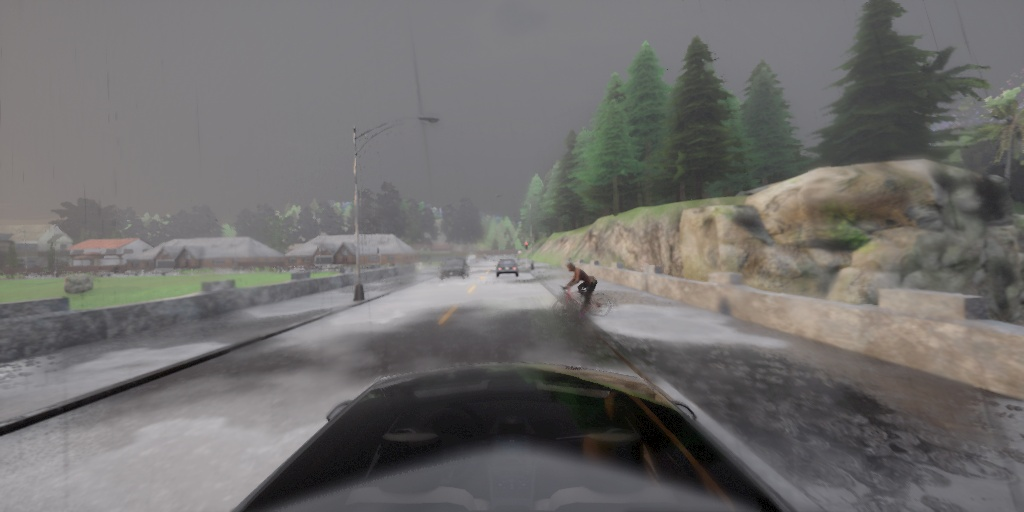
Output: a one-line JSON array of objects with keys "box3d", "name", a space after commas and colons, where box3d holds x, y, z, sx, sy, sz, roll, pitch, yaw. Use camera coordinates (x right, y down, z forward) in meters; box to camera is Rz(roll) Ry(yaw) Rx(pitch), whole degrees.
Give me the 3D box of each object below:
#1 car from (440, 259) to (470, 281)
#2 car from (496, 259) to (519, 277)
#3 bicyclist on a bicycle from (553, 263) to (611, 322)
[{"box3d": [-4.360, 0.963, 27.873, 1.837, 1.490, 4.892, -1, 1, -1], "name": "car"}, {"box3d": [-0.378, 0.967, 29.895, 2.033, 1.411, 5.357, -1, 1, 0], "name": "car"}, {"box3d": [1.883, 0.983, 9.959, 1.656, 1.620, 0.582, -7, 1, -1], "name": "bicyclist on a bicycle"}]
